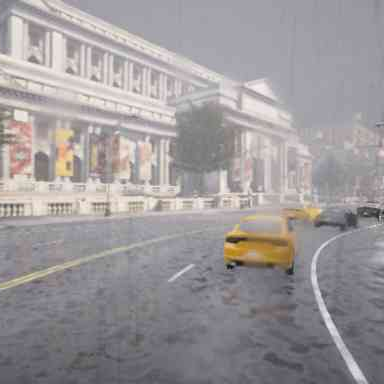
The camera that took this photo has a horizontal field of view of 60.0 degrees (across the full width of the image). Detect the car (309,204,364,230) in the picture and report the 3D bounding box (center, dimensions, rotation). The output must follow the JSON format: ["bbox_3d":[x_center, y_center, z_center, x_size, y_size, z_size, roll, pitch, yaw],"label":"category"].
[{"bbox_3d":[9.904,1.718,22.669,1.994,1.385,4.181,1,0,40],"label":"car"}]

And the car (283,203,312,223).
[{"bbox_3d":[9.110,1.620,27.160,1.882,1.535,5.008,1,0,41],"label":"car"}]

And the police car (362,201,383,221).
[{"bbox_3d":[16.726,1.684,30.691,1.930,1.638,5.238,1,0,41],"label":"police car"}]

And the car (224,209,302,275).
[{"bbox_3d":[2.432,1.516,10.880,1.882,1.535,5.008,1,-1,20],"label":"car"}]
